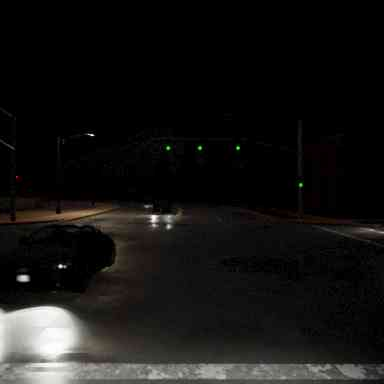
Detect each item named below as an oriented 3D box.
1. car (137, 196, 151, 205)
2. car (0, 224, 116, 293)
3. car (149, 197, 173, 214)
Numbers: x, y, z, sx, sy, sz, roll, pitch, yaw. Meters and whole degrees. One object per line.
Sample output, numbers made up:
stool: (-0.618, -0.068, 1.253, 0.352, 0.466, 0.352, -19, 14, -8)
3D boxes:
car: (-8.211, 1.381, 60.150, 1.882, 1.535, 5.008, 0, 0, -32)
car: (-3.389, 1.564, 8.736, 1.994, 1.385, 4.181, 0, 0, 1)
car: (-3.100, 1.534, 34.845, 1.837, 1.490, 4.892, 0, 0, -1)
